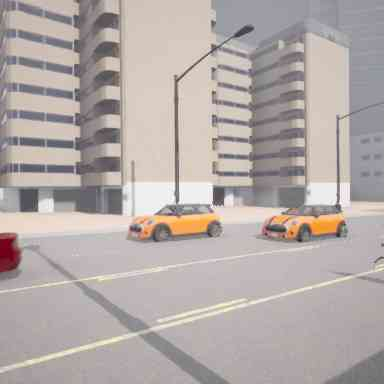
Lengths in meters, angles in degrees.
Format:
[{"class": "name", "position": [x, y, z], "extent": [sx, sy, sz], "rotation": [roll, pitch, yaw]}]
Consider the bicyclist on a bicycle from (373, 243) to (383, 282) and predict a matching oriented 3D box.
[{"class": "bicyclist on a bicycle", "position": [5.114, 1.465, 7.893], "extent": [0.582, 1.620, 1.656], "rotation": [0, -2, -35]}]

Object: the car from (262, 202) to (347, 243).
[{"class": "car", "position": [5.592, 1.397, 16.434], "extent": [4.553, 1.767, 2.097], "rotation": [0, 0, -35]}]

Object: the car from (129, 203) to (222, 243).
[{"class": "car", "position": [-0.768, 1.362, 16.256], "extent": [4.553, 1.767, 2.097], "rotation": [0, 0, -35]}]

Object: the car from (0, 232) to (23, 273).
[{"class": "car", "position": [-6.777, 1.478, 7.794], "extent": [5.008, 1.535, 1.882], "rotation": [0, 0, -35]}]
